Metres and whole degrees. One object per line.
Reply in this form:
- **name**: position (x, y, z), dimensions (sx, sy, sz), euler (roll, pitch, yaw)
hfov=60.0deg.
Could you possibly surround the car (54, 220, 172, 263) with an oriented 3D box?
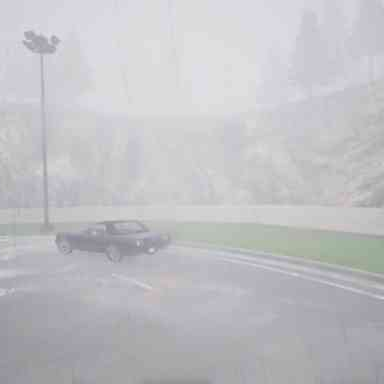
- **car**: position (-3.102, 1.694, 12.374), dimensions (4.718, 1.301, 1.895), euler (-2, 0, 37)
